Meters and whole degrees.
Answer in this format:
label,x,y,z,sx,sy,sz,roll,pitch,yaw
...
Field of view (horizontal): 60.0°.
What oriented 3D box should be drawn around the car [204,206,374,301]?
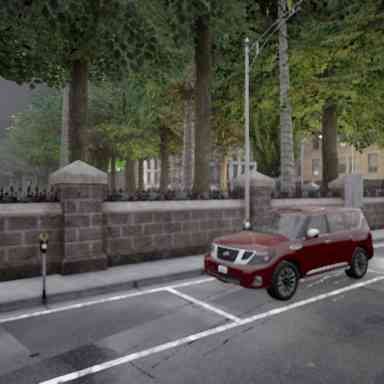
label,x,y,z,sx,sy,sz,roll,pitch,yaw
car,2.683,1.317,8.513,5.009,1.841,2.192,0,0,-36
